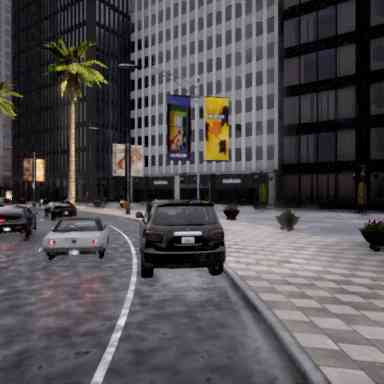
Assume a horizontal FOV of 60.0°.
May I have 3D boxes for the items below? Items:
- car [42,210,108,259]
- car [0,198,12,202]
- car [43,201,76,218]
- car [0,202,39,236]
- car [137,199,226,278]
[{"bbox_3d":[-4.166,1.596,12.589,1.895,1.301,4.718,0,0,-12],"label":"car"},{"bbox_3d":[-23.160,1.483,39.829,4.892,1.490,1.837,0,0,37],"label":"car"},{"bbox_3d":[-11.124,1.465,27.829,1.882,1.535,5.008,0,0,-34],"label":"car"},{"bbox_3d":[-9.514,1.496,17.865,1.837,1.490,4.892,1,0,-21],"label":"car"},{"bbox_3d":[-0.535,1.216,10.412,2.150,2.045,5.566,0,0,-10],"label":"car"}]
